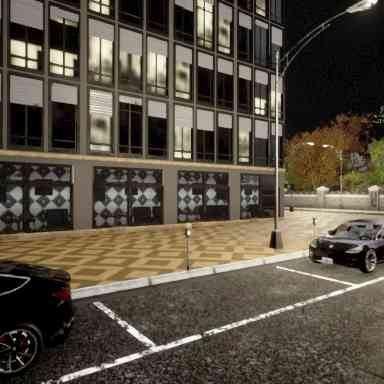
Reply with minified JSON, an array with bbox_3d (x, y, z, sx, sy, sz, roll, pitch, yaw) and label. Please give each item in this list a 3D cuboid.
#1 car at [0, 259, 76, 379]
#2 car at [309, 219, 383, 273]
[{"bbox_3d":[-3.641,1.566,3.960,4.313,1.339,1.947,0,0,-36],"label":"car"},{"bbox_3d":[5.589,1.562,10.645,4.313,1.339,1.947,0,0,-36],"label":"car"}]
